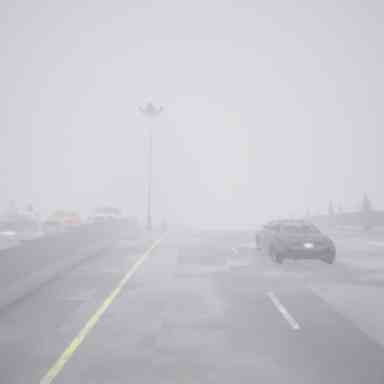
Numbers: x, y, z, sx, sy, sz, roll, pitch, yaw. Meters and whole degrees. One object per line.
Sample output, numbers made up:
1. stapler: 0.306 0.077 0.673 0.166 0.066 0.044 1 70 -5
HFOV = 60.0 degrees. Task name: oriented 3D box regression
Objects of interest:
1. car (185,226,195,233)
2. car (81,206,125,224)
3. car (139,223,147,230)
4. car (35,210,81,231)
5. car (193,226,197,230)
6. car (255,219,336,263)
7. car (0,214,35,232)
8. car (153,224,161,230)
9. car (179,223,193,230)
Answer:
1. car: -0.448 9.918 88.280 2.097 1.767 4.553 1 -8 -8
2. car: -7.083 2.208 27.896 2.150 2.045 5.566 0 -5 0
3. car: -10.470 7.259 68.048 2.150 2.045 5.566 0 -8 0
4. car: -10.581 2.284 27.304 2.097 1.767 4.553 0 -5 0
5. car: 0.034 8.141 73.242 1.994 1.385 4.181 0 -8 0
6. car: 3.606 1.671 12.290 1.994 1.385 4.181 0 -1 0
7. car: -14.083 2.444 26.688 1.994 1.385 4.181 0 -5 0
8. car: -6.972 7.398 68.103 2.097 1.767 4.553 0 -8 0
9. car: -1.200 6.038 56.802 1.801 1.575 5.366 0 -8 0
